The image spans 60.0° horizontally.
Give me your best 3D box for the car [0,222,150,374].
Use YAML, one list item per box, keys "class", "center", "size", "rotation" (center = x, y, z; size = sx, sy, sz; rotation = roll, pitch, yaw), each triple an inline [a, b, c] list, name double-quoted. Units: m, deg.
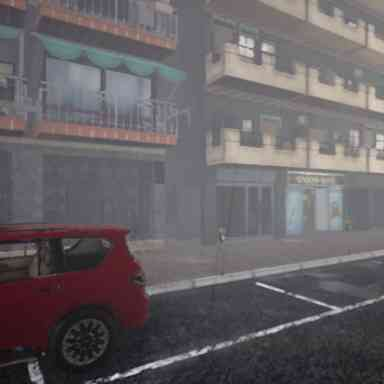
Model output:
- class: "car"
  center: [-2.991, 1.392, 4.327]
  size: [5.009, 1.841, 2.192]
  rotation: [1, -1, -32]
